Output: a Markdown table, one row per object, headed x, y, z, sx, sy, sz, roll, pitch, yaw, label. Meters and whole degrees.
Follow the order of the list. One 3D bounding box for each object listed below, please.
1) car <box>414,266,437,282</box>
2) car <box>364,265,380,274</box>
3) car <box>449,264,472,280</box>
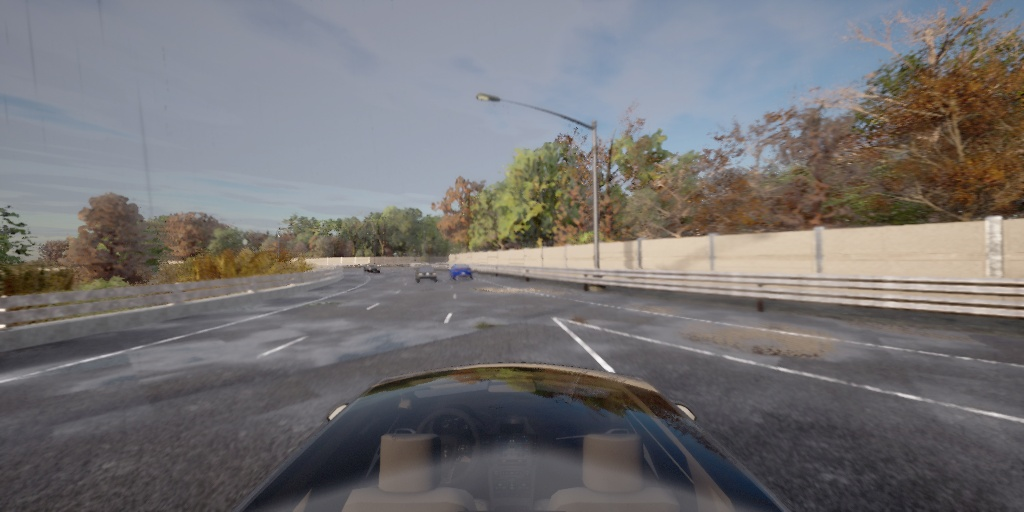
| x | y | z | sx | sy | sz | roll | pitch | yaw | label |
| --- | --- | --- | --- | --- | --- | --- | --- | --- | --- |
| -8.285 | 1.706 | 34.447 | 2.033 | 1.411 | 5.357 | -1 | -1 | -18 | car |
| -22.689 | 2.169 | 57.876 | 1.895 | 1.301 | 4.718 | 0 | -1 | -31 | car |
| -5.279 | 1.582 | 36.429 | 1.882 | 1.535 | 5.008 | -2 | -1 | -16 | car |
